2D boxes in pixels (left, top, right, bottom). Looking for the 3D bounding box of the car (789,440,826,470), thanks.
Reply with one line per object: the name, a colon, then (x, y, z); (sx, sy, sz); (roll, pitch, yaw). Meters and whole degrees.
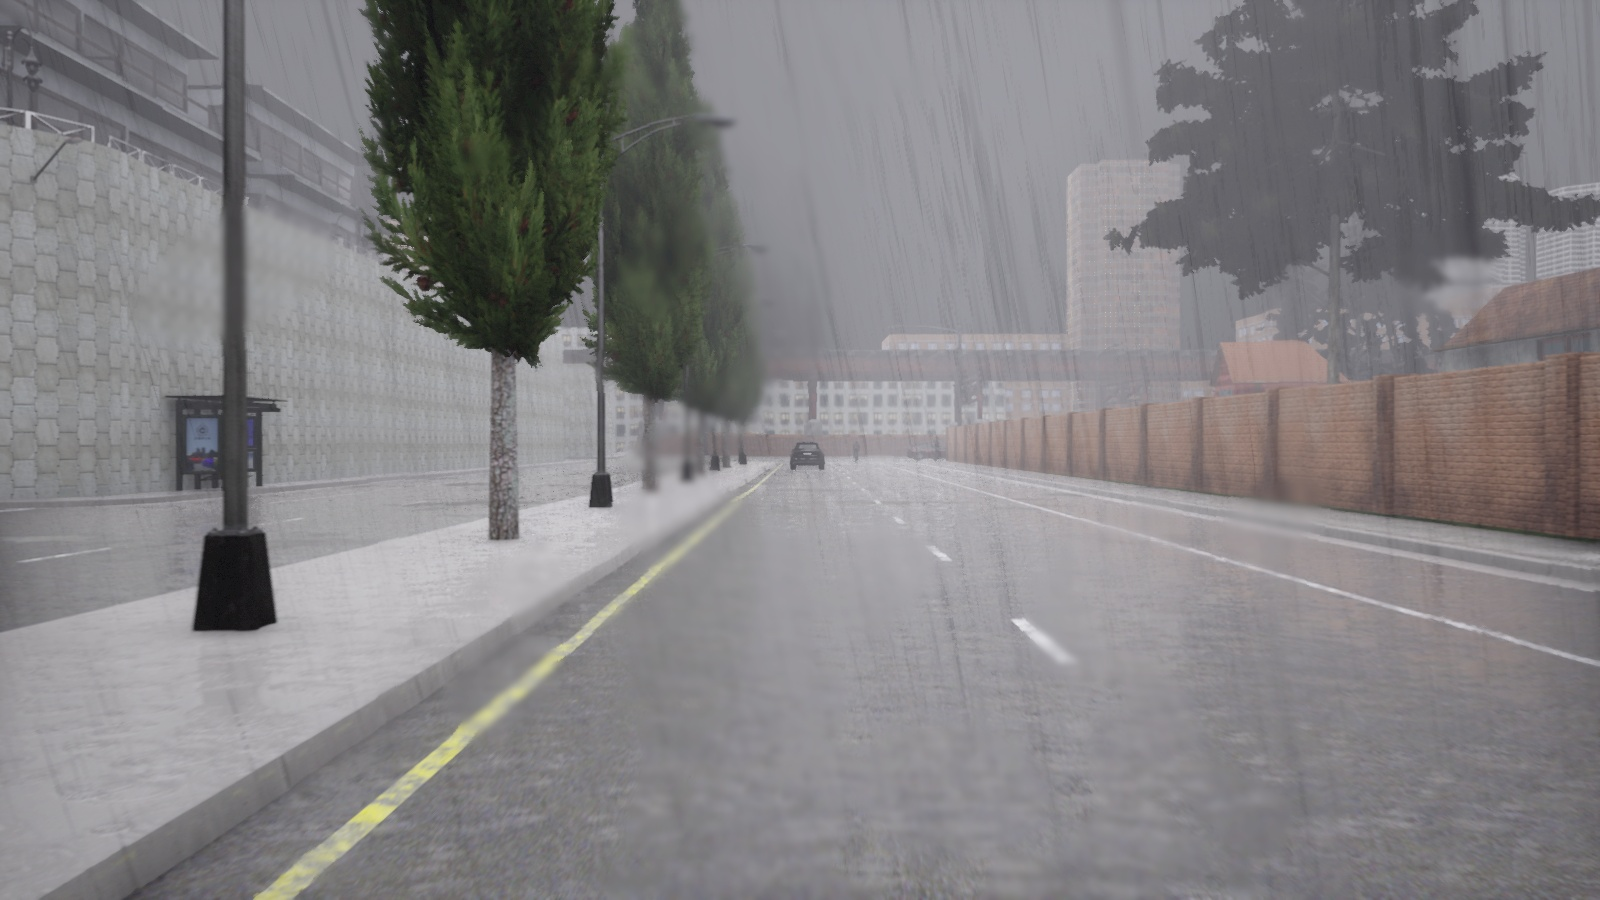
car: (0.426, 0.270, 72.219); (2.033, 1.649, 4.856); (0, 0, 0)
